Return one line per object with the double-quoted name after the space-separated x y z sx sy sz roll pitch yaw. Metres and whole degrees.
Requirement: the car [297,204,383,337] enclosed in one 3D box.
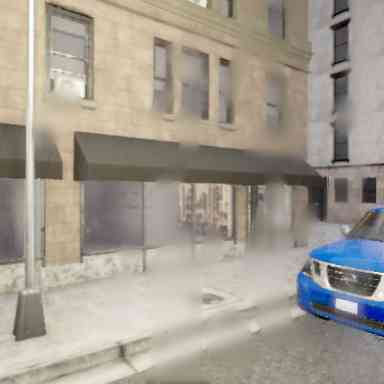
4.370 1.220 6.221 5.566 2.045 2.150 0 0 -36 "car"
